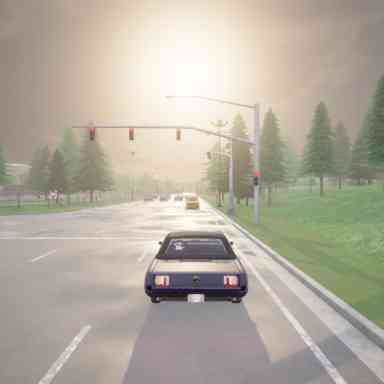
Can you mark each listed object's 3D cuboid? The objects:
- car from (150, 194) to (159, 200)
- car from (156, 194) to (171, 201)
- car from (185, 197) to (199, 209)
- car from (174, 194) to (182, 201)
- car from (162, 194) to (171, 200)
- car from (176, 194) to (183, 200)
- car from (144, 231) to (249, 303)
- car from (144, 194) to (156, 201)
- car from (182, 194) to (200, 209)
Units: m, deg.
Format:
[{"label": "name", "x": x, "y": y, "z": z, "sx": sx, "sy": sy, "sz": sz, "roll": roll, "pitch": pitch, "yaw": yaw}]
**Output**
[{"label": "car", "x": -10.316, "y": 1.332, "z": 90.865, "sx": 1.837, "sy": 1.490, "sz": 4.892, "roll": 0, "pitch": 0, "yaw": 0}, {"label": "car", "x": -6.837, "y": 1.531, "z": 80.438, "sx": 2.033, "sy": 1.411, "sz": 5.357, "roll": 0, "pitch": 0, "yaw": 0}, {"label": "car", "x": 0.052, "y": 1.576, "z": 49.804, "sx": 2.033, "sy": 1.411, "sz": 5.357, "roll": -1, "pitch": 1, "yaw": 1}, {"label": "car", "x": -3.336, "y": 1.545, "z": 80.848, "sx": 1.994, "sy": 1.385, "sz": 4.181, "roll": 0, "pitch": 0, "yaw": 0}, {"label": "car", "x": -6.816, "y": 1.372, "z": 90.858, "sx": 2.033, "sy": 1.411, "sz": 5.357, "roll": 0, "pitch": 0, "yaw": 0}, {"label": "car", "x": -3.316, "y": 1.357, "z": 90.851, "sx": 1.812, "sy": 1.442, "sz": 4.674, "roll": 0, "pitch": 0, "yaw": 0}, {"label": "car", "x": 0.096, "y": 1.601, "z": 8.136, "sx": 1.895, "sy": 1.301, "sz": 4.718, "roll": 0, "pitch": 0, "yaw": 1}, {"label": "car", "x": -10.337, "y": 1.531, "z": 80.445, "sx": 2.033, "sy": 1.411, "sz": 5.357, "roll": 0, "pitch": 0, "yaw": 0}, {"label": "car", "x": -0.031, "y": 1.082, "z": 46.331, "sx": 1.882, "sy": 1.535, "sz": 5.008, "roll": -3, "pitch": 17, "yaw": -3}]
